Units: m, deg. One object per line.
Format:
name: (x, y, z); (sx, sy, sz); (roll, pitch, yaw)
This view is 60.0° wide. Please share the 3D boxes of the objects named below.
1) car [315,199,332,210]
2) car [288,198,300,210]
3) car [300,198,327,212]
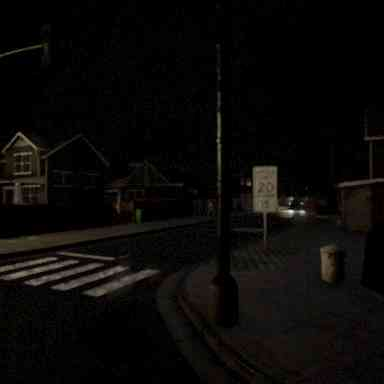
car: (19.911, 1.844, 50.323); (1.812, 1.442, 4.674); (0, -1, 28)
car: (15.136, 1.653, 47.235); (2.097, 1.767, 4.553); (0, -1, 28)
car: (15.225, 1.719, 41.479); (1.882, 1.535, 5.008); (0, -1, 29)
